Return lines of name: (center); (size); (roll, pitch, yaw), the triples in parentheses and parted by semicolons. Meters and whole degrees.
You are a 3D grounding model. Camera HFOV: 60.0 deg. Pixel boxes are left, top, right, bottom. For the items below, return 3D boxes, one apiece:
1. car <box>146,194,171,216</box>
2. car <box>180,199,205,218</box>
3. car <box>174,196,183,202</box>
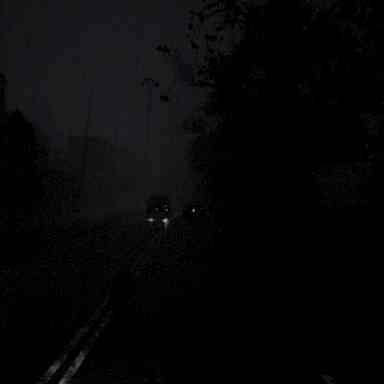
car: (-3.291, 1.257, 33.693); (2.150, 2.045, 5.566); (0, 0, 0)
car: (0.149, 1.592, 30.948); (1.994, 1.385, 4.181); (0, 0, 0)
car: (-3.080, 1.568, 75.458); (2.128, 1.511, 4.902); (0, 0, 0)
